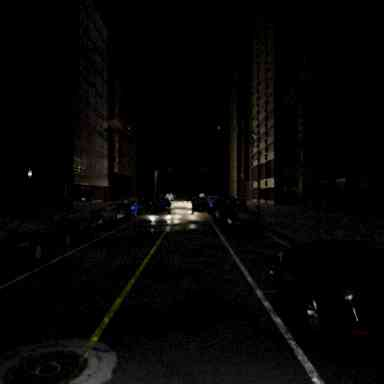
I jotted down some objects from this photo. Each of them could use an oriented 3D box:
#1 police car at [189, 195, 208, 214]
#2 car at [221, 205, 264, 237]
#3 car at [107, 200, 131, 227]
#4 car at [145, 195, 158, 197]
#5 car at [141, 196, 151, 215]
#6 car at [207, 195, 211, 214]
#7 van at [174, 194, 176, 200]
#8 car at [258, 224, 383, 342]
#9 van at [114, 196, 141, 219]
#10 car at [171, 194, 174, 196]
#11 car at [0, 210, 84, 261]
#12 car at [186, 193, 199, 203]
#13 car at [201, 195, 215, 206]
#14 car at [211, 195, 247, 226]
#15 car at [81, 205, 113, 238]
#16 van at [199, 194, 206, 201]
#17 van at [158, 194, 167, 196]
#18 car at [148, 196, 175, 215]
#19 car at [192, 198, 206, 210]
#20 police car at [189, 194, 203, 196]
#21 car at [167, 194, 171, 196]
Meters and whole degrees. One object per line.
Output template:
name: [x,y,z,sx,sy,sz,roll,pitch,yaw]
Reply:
police car: [0.885,1.455,35.203,1.930,1.638,5.238,0,0,0]
car: [2.756,1.594,17.704,1.802,1.307,4.206,0,0,0]
car: [-5.772,1.543,23.128,1.752,1.417,4.829,0,0,0]
car: [-5.778,1.349,40.126,2.192,1.841,5.009,0,0,0]
car: [-5.776,1.469,34.517,1.967,1.590,4.097,0,0,0]
car: [2.751,1.338,28.923,2.192,1.841,5.009,0,0,0]
van: [-5.797,1.427,85.002,1.690,1.788,3.998,0,0,0]
car: [2.760,1.570,6.486,1.947,1.339,4.313,0,0,0]
van: [-5.774,1.364,28.907,1.690,1.788,3.998,0,0,0]
car: [-5.792,1.623,73.783,2.008,1.369,4.403,0,0,0]
car: [-5.767,1.559,12.079,2.008,1.369,4.403,0,0,0]
car: [-0.028,1.175,69.002,2.150,2.045,5.566,0,0,0]
car: [2.740,1.367,56.969,2.192,1.841,5.009,0,0,0]
car: [2.754,1.333,23.314,2.192,1.841,5.009,0,0,0]
car: [-5.769,1.594,17.688,1.802,1.307,4.206,0,0,0]
van: [2.728,1.427,85.014,1.690,1.788,3.998,0,0,0]
van: [-5.785,1.393,56.955,1.690,1.788,3.998,0,0,0]
car: [-3.109,1.506,34.847,1.882,1.535,5.008,0,0,0]
car: [0.882,1.566,45.093,1.812,1.442,4.674,0,0,0]
police car: [0.879,1.472,51.203,1.930,1.638,5.238,0,0,0]
car: [-5.788,1.374,62.564,2.192,1.841,5.009,0,0,0]
